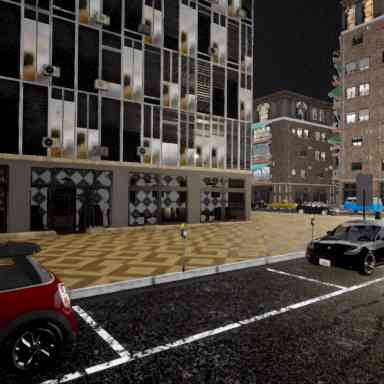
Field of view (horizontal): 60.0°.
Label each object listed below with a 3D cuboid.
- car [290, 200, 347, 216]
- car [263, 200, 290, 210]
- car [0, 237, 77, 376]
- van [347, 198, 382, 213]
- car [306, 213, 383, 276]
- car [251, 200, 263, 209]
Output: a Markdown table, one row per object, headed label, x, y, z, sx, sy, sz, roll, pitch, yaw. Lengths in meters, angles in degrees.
| label | x | y | z | sx | sy | sz | roll | pitch | yaw |
| --- | --- | --- | --- | --- | --- | --- | --- | --- | --- |
| car | 12.294 | 1.620 | 32.684 | 2.008 | 1.369 | 4.403 | 0 | -1 | -35 |
| car | 12.762 | 1.788 | 46.716 | 1.752 | 1.417 | 4.829 | 0 | -1 | -35 |
| car | -3.647 | 1.440 | 3.947 | 4.097 | 1.590 | 1.967 | 0 | 1 | -35 |
| van | 19.184 | 1.525 | 37.457 | 1.690 | 1.788 | 3.998 | 0 | -1 | -35 |
| car | 5.435 | 1.567 | 10.415 | 4.313 | 1.339 | 1.947 | 0 | 1 | -35 |
| car | 9.698 | 1.865 | 51.137 | 1.947 | 1.339 | 4.313 | 0 | -1 | -35 |
